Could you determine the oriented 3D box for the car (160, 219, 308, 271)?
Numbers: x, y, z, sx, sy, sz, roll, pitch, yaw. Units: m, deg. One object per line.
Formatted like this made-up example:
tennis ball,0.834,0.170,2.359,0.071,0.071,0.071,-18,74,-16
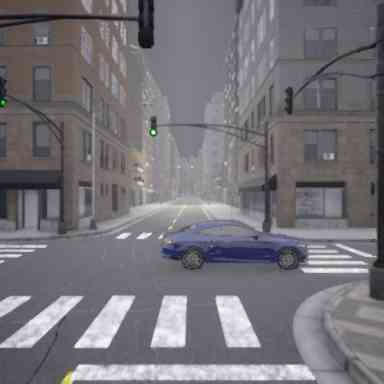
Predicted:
car,1.305,1.628,10.728,4.674,1.442,1.812,0,0,0
